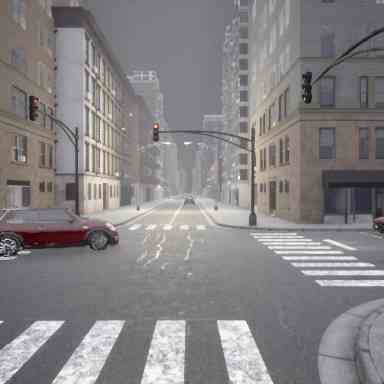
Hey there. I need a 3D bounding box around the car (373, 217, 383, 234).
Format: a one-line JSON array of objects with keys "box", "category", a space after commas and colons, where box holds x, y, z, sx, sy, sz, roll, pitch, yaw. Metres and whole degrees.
[{"box": [11.647, 1.529, 16.970, 4.507, 1.381, 1.887, 0, 0, 0], "category": "car"}]

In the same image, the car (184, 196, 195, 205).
[{"box": [-0.446, 1.541, 59.170, 1.812, 1.442, 4.674, 0, 0, 0], "category": "car"}]

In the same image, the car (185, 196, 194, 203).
[{"box": [-0.523, 1.547, 69.174, 1.812, 1.442, 4.674, 0, 0, 0], "category": "car"}]

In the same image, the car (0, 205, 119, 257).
[{"box": [-5.208, 1.350, 12.908, 4.553, 1.767, 2.097, 0, 0, -23], "category": "car"}]
